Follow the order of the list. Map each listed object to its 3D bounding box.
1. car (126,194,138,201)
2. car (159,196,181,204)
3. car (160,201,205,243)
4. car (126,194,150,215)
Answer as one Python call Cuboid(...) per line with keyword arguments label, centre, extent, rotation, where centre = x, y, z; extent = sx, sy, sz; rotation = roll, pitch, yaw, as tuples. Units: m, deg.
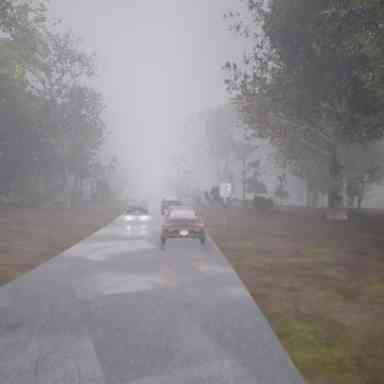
Cuboid(label="car", centre=(-12.632, 1.057, 69.572), extent=(2.033, 1.411, 5.357), rotation=(1, -1, -15))
Cuboid(label="car", centre=(-2.056, 1.112, 31.828), extent=(1.882, 1.535, 5.008), rotation=(1, 0, -7))
Cuboid(label="car", centre=(-0.442, 1.359, 15.063), extent=(1.812, 1.442, 4.674), rotation=(1, 1, -3))
Cuboid(label="car", centre=(-4.626, 1.154, 28.806), extent=(2.033, 1.411, 5.357), rotation=(1, 0, -7))
